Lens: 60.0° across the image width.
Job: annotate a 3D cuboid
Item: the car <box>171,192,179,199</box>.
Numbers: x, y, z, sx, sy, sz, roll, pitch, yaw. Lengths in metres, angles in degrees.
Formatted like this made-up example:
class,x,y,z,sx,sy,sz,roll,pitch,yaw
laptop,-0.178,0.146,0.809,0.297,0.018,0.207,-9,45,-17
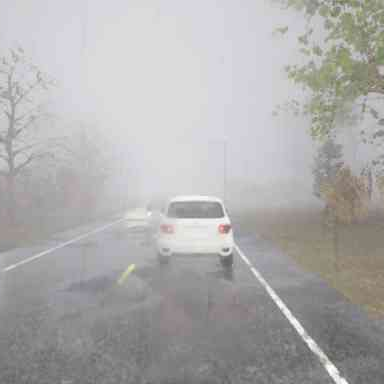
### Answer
class,x,y,z,sx,sy,sz,roll,pitch,yaw
car,-3.665,0.843,73.114,1.812,1.442,4.674,0,0,-2

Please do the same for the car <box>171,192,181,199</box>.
class,x,y,z,sx,sy,sz,roll,pitch,yaw
car,-3.810,0.849,80.490,2.128,1.511,4.902,0,0,0

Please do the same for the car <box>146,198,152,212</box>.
class,x,y,z,sx,sy,sz,roll,pitch,yaw
car,-3.735,1.328,35.718,2.033,1.411,5.357,0,0,0

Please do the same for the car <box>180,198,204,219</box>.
class,x,y,z,sx,sy,sz,roll,pitch,yaw
car,0.009,1.337,28.218,1.837,1.490,4.892,0,1,0

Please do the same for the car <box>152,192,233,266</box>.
class,x,y,z,sx,sy,sz,roll,pitch,yaw
car,0.077,1.152,11.475,2.150,2.045,5.566,0,0,-1
